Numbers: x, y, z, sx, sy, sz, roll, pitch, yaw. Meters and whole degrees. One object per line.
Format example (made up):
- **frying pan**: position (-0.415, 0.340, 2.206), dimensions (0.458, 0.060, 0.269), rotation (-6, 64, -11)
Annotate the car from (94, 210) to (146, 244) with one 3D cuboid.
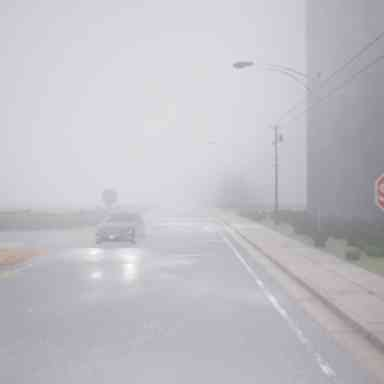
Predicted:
- **car**: position (-3.501, 1.721, 16.918), dimensions (1.837, 1.490, 4.892), rotation (0, 0, 0)
